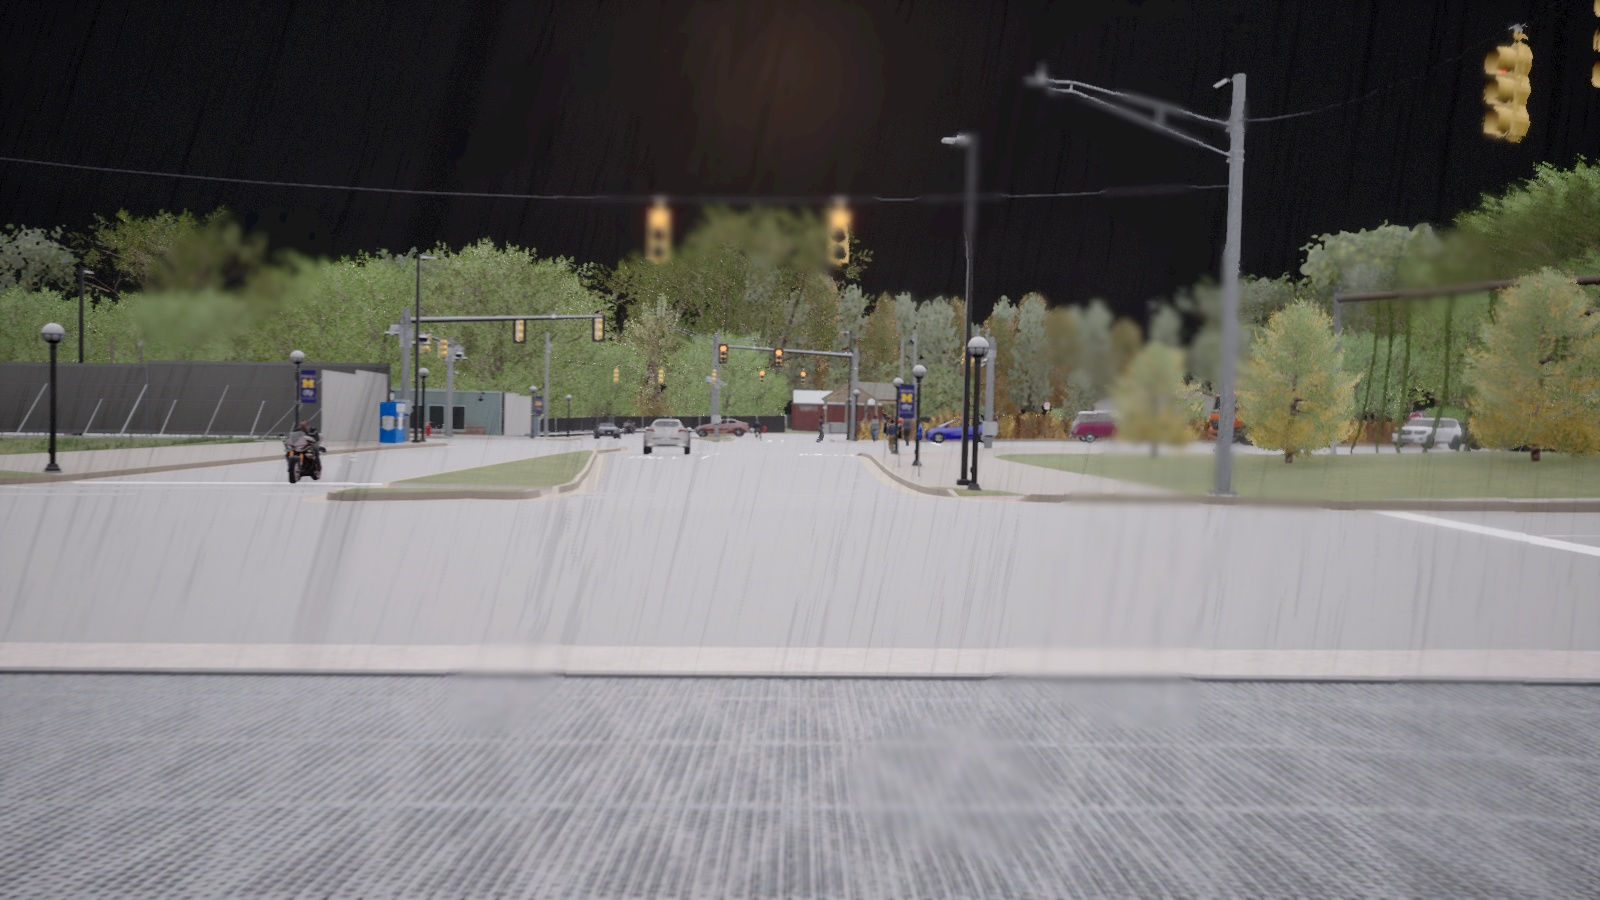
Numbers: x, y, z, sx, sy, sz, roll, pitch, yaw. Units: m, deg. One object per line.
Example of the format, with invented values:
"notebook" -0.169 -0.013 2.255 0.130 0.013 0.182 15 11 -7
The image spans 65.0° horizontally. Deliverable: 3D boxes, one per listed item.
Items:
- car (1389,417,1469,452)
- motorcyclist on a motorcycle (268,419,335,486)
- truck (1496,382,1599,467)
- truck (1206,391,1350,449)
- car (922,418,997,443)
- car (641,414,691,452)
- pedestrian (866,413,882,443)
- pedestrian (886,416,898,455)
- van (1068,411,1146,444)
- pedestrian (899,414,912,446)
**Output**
"car" 40.860 -1.011 81.526 5.566 2.045 2.150 1 3 -36
"motorcyclist on a motorcycle" -11.917 0.035 30.118 0.866 1.530 2.191 0 2 -4
"truck" 33.610 -1.021 52.125 2.891 3.462 7.936 1 1 -27
"truck" 30.326 -1.947 79.862 7.936 3.462 2.891 1 2 -4
"car" 10.102 -1.251 79.571 4.514 1.525 2.007 0 2 0
"car" -6.178 -0.802 58.268 2.152 1.651 5.027 1 1 -4
"pedestrian" 4.768 -1.406 80.554 0.874 1.855 0.900 1 2 -3
"pedestrian" 4.607 -0.721 63.224 0.423 1.949 0.788 1 2 -5
"van" 19.433 -1.440 79.627 4.442 1.987 1.775 1 2 -1
"pedestrian" 6.191 -1.163 73.557 0.540 1.848 0.694 1 2 -13
